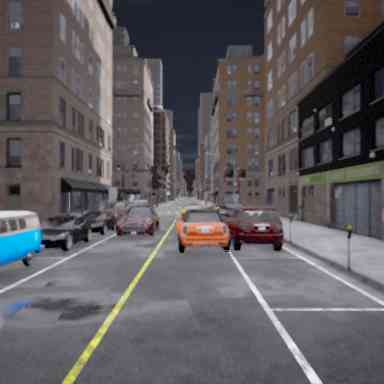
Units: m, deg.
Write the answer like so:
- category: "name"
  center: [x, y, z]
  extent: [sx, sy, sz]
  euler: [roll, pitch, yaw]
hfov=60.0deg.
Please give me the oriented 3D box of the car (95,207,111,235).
- category: "car"
  center: [-5.848, 1.825, 20.643]
  extent: [1.947, 1.339, 4.313]
  euler: [0, -1, 0]

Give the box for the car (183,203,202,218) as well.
- category: "car"
  center: [0.076, 2.009, 37.044]
  extent: [2.033, 1.411, 5.357]
  euler: [0, -1, 0]

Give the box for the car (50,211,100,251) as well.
- category: "car"
  center: [-5.850, 1.756, 15.056]
  extent: [1.947, 1.339, 4.313]
  euler: [0, -1, 0]

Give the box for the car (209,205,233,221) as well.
- category: "car"
  center: [2.682, 1.962, 31.813]
  extent: [1.947, 1.339, 4.313]
  euler: [0, -1, 0]

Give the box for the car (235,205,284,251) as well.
- category: "car"
  center: [2.676, 1.505, 15.062]
  extent: [2.192, 1.841, 5.009]
  euler: [0, -1, 0]

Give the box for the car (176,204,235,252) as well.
- category: "car"
  center: [0.362, 1.544, 15.081]
  extent: [2.097, 1.767, 4.553]
  euler: [0, -1, -4]

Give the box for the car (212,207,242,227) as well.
- category: "car"
  center: [2.679, 1.894, 26.228]
  extent: [1.947, 1.339, 4.313]
  euler: [0, -1, 0]

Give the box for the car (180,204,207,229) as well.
- category: "car"
  center: [0.097, 1.798, 25.581]
  extent: [1.882, 1.535, 5.008]
  euler: [0, 0, 0]

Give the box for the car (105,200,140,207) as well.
- category: "car"
  center: [-5.845, 1.643, 26.230]
  extent: [2.192, 1.841, 5.009]
  euler: [0, -1, 0]

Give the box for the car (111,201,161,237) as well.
- category: "car"
  center: [-3.091, 1.602, 19.850]
  extent: [2.097, 1.767, 4.553]
  euler: [0, -1, 0]

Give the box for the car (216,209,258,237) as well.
- category: "car"
  center: [2.677, 1.810, 20.645]
  extent: [2.008, 1.369, 4.403]
  euler: [0, -1, 0]

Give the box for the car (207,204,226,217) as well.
- category: "car"
  center: [2.683, 2.047, 37.398]
  extent: [1.802, 1.307, 4.206]
  euler: [0, -1, 0]

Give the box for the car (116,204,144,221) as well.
- category: "car"
  center: [-5.844, 1.942, 31.814]
  extent: [1.887, 1.381, 4.507]
  euler: [0, -1, 0]

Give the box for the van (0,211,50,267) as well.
- category: "van"
  center: [-5.852, 1.462, 9.474]
  extent: [1.690, 1.788, 3.998]
  euler: [0, -1, 0]
